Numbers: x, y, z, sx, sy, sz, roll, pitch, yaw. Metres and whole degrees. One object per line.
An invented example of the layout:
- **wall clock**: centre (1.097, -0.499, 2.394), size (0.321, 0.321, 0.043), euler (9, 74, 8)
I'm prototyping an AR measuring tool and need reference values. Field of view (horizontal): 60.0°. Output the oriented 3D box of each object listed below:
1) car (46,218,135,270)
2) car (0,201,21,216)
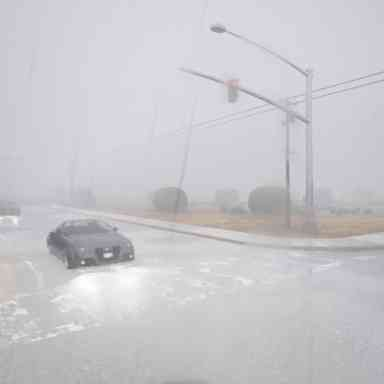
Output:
- **car**: centre (-3.549, 1.616, 11.264), size (1.994, 1.385, 4.181), euler (0, 1, -35)
- **car**: centre (-17.583, 1.560, 31.513), size (1.994, 1.385, 4.181), euler (0, 1, -35)
